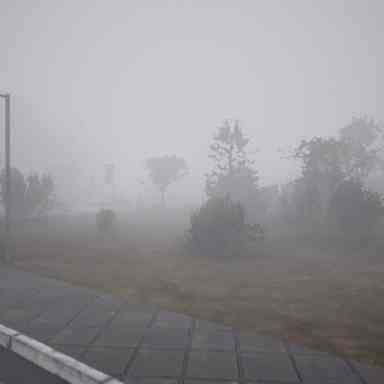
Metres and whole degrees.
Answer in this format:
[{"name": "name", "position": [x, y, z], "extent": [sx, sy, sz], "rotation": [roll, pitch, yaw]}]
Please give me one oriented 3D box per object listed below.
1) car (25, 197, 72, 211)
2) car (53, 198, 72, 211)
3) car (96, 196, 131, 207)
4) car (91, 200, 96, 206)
[{"name": "car", "position": [-17.685, 1.484, 41.197], "extent": [2.128, 1.511, 4.902], "rotation": [0, 0, 39]}, {"name": "car", "position": [-15.923, 1.488, 37.487], "extent": [2.128, 1.511, 4.902], "rotation": [0, 0, 39]}, {"name": "car", "position": [-11.215, 1.529, 49.217], "extent": [1.895, 1.301, 4.718], "rotation": [0, 1, 39]}, {"name": "car", "position": [-13.413, 1.397, 52.063], "extent": [1.882, 1.535, 5.008], "rotation": [0, 1, 39]}]
